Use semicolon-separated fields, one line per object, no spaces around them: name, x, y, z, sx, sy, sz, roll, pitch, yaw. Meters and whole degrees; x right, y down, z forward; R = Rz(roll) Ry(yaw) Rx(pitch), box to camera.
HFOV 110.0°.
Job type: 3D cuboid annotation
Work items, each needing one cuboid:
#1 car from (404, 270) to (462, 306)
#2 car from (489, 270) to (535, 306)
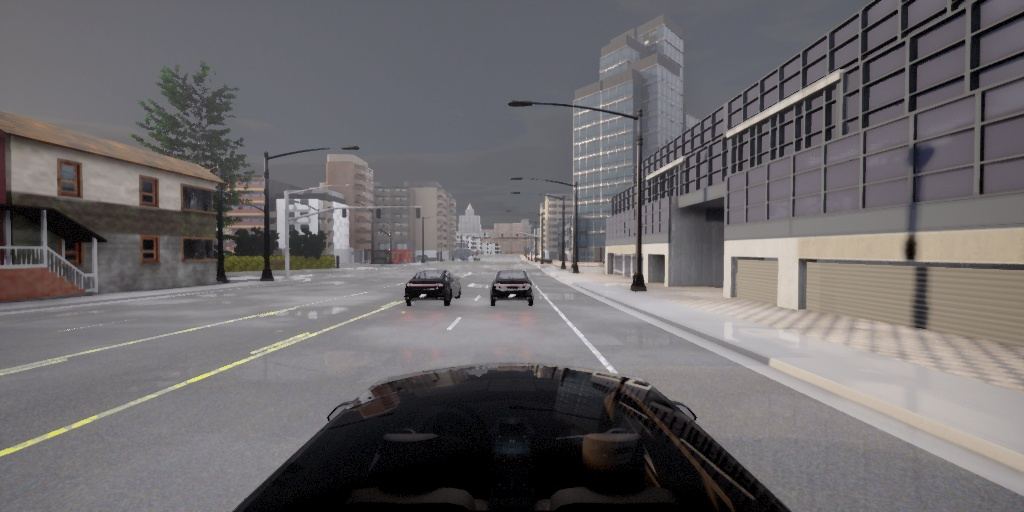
car;-3.500;1.387;16.512;2.128;1.511;4.902;0;-1;0
car;0.000;1.387;16.512;2.128;1.511;4.902;0;-1;0
